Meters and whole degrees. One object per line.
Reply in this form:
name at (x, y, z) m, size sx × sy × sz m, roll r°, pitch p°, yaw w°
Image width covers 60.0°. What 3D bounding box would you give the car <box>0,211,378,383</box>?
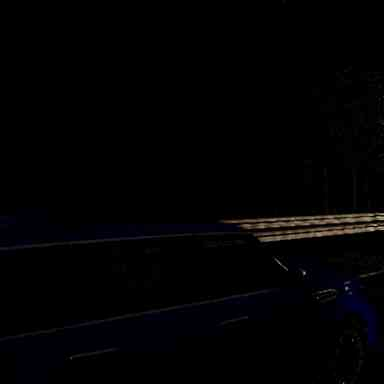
car at (-0.346, 1.235, 3.460) m, size 5.566 × 2.045 × 2.150 m, roll 1°, pitch 0°, yaw -35°
